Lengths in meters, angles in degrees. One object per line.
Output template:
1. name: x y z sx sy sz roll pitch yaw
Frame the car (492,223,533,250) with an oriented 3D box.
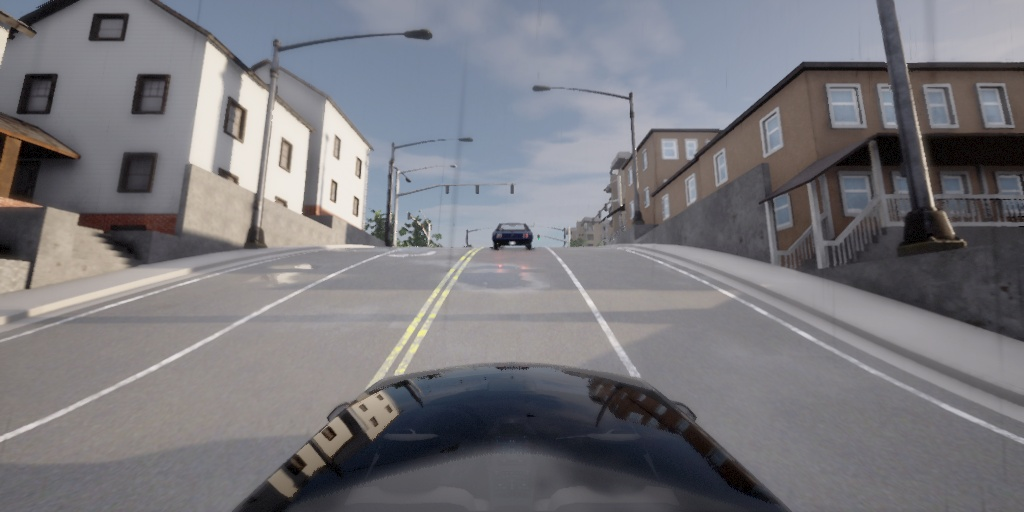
1. car: 0.042 -1.023 18.554 1.895 1.301 4.718 0 4 1
